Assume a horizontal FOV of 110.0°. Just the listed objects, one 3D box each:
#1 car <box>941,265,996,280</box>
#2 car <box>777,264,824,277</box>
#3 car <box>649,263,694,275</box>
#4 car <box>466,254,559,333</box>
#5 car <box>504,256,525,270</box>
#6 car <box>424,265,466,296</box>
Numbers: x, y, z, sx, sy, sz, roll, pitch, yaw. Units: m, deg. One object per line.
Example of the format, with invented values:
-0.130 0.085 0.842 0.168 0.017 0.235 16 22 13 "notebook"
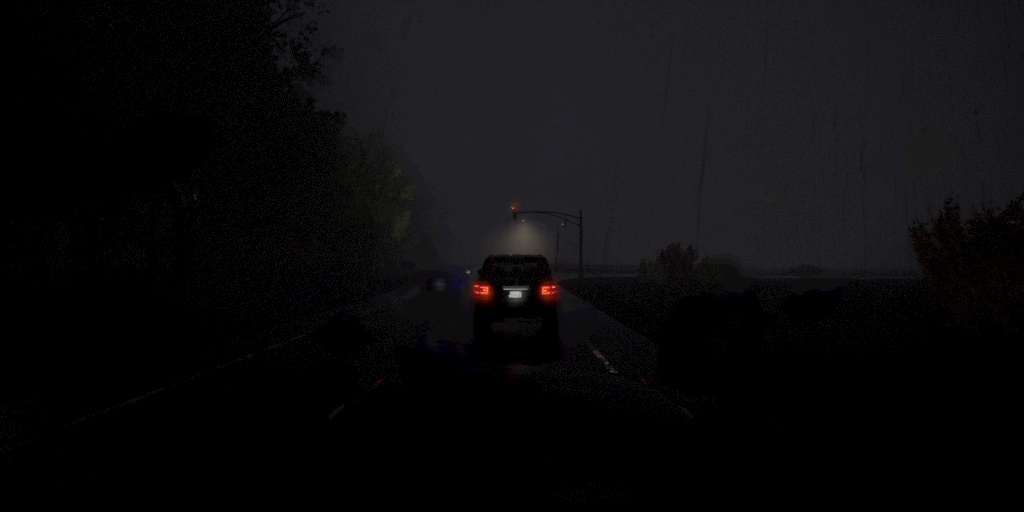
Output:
48.515 1.826 38.478 5.357 1.411 2.033 1 -1 0 "car"
33.886 1.705 42.141 4.674 1.442 1.812 1 -1 0 "car"
18.724 1.504 42.213 4.902 1.511 2.128 1 -1 0 "car"
0.101 0.974 10.882 2.150 2.045 5.566 0 0 0 "car"
0.232 0.981 53.055 2.150 2.045 5.566 -1 0 -10 "car"
-3.399 1.232 19.492 1.882 1.535 5.008 0 0 0 "car"
